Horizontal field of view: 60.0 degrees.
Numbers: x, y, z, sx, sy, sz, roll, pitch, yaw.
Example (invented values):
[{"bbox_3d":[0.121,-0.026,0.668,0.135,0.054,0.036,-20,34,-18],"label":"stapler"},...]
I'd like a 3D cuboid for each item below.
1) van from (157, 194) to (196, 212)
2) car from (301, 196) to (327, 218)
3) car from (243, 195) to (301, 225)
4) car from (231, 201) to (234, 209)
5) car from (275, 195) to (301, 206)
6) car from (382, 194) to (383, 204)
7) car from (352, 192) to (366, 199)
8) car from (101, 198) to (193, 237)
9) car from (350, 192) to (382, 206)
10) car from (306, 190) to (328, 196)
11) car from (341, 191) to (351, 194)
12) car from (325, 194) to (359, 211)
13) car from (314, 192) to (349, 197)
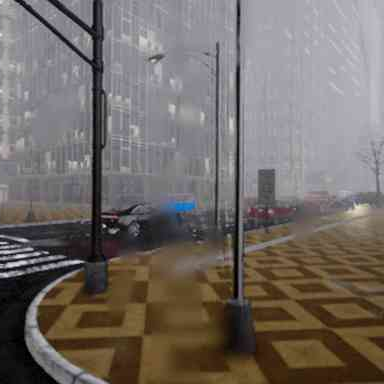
[{"bbox_3d":[-1.347,1.037,27.490,1.690,1.788,3.998,1,1,39],"label":"van"},{"bbox_3d":[8.877,1.298,26.506,1.947,1.339,4.313,1,1,39],"label":"car"},{"bbox_3d":[5.341,1.213,22.049,1.967,1.590,4.097,1,1,39],"label":"car"},{"bbox_3d":[5.900,1.160,36.263,1.887,1.381,4.507,1,1,39],"label":"car"},{"bbox_3d":[13.067,1.100,45.097,1.947,1.339,4.313,1,1,39],"label":"car"},{"bbox_3d":[26.732,0.842,48.644,2.192,1.841,5.009,1,1,39],"label":"car"},{"bbox_3d":[38.135,0.816,76.041,1.947,1.339,4.313,1,1,39],"label":"car"},{"bbox_3d":[-2.459,1.304,16.899,2.128,1.511,4.902,1,1,39],"label":"car"},{"bbox_3d":[23.151,0.883,44.224,2.192,1.841,5.009,1,1,39],"label":"car"},{"bbox_3d":[17.350,0.754,46.114,2.150,2.045,5.566,1,1,39],"label":"car"},{"bbox_3d":[23.689,0.992,49.158,1.882,1.535,5.008,1,1,39],"label":"car"},{"bbox_3d":[15.987,1.231,35.387,1.802,1.307,4.206,1,1,39],"label":"car"},{"bbox_3d":[17.383,1.078,41.301,2.128,1.511,4.902,1,1,39],"label":"car"}]
